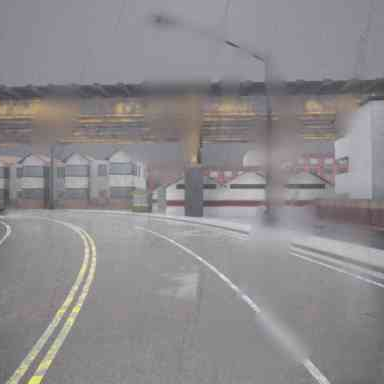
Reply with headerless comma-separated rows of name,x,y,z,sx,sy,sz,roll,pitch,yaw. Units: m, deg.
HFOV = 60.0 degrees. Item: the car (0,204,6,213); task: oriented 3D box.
car,-24.618,1.838,39.860,5.357,1.411,2.033,-1,-2,28
